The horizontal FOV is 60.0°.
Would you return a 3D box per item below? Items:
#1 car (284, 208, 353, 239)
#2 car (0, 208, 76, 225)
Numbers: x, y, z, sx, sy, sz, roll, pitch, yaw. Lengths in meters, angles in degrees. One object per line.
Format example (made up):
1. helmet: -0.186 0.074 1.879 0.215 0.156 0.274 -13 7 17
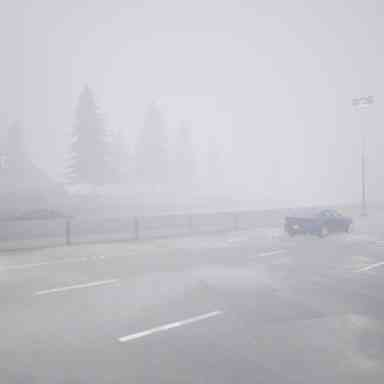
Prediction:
1. car: 7.048 1.606 18.235 5.008 1.535 1.882 0 0 -41
2. car: -10.519 1.820 22.308 5.357 1.411 2.033 0 -1 -36
